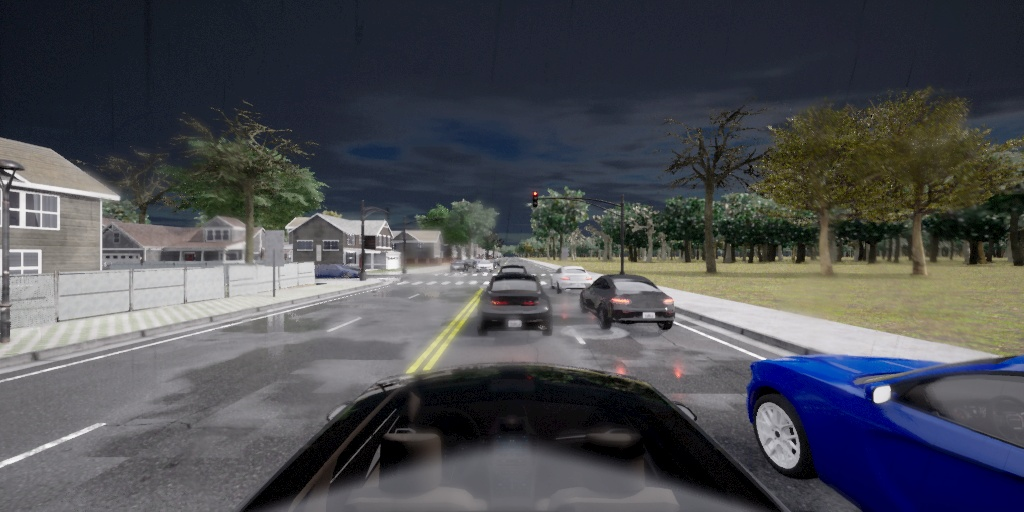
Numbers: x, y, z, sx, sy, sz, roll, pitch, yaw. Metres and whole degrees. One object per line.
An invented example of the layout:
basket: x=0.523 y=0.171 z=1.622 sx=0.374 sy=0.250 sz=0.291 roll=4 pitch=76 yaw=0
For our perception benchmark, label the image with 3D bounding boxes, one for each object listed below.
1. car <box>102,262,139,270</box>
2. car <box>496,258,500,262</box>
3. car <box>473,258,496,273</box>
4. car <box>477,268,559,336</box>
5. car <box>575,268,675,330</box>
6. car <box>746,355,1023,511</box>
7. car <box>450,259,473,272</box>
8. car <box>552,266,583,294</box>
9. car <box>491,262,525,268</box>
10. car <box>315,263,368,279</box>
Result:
car: x=-33.131 y=1.294 z=30.868 sx=4.902 sy=1.511 sz=2.128 roll=0 pitch=0 yaw=0
car: x=-3.328 y=1.236 z=55.002 sx=1.837 sy=1.490 sz=4.892 roll=0 pitch=0 yaw=1
car: x=-3.339 y=1.267 z=44.642 sx=1.812 sy=1.442 sz=4.674 roll=0 pitch=0 yaw=0
car: x=0.084 y=1.255 z=10.370 sx=1.837 sy=1.490 sz=4.892 roll=0 pitch=0 yaw=0
car: x=3.334 y=1.275 z=11.009 sx=1.812 sy=1.442 sz=4.674 roll=0 pitch=0 yaw=0
car: x=3.350 y=1.228 z=1.695 sx=1.882 sy=1.535 sz=5.008 roll=0 pitch=0 yaw=0
car: x=-6.587 y=1.232 z=45.091 sx=2.128 sy=1.511 sz=4.902 roll=0 pitch=0 yaw=0
car: x=3.313 y=1.275 z=20.114 sx=1.812 sy=1.442 sz=4.674 roll=0 pitch=0 yaw=0
car: x=0.060 y=1.254 z=19.786 sx=1.837 sy=1.490 sz=4.892 roll=0 pitch=0 yaw=0
car: x=-15.191 y=1.320 z=30.605 sx=5.357 sy=1.411 sz=2.033 roll=0 pitch=0 yaw=4
